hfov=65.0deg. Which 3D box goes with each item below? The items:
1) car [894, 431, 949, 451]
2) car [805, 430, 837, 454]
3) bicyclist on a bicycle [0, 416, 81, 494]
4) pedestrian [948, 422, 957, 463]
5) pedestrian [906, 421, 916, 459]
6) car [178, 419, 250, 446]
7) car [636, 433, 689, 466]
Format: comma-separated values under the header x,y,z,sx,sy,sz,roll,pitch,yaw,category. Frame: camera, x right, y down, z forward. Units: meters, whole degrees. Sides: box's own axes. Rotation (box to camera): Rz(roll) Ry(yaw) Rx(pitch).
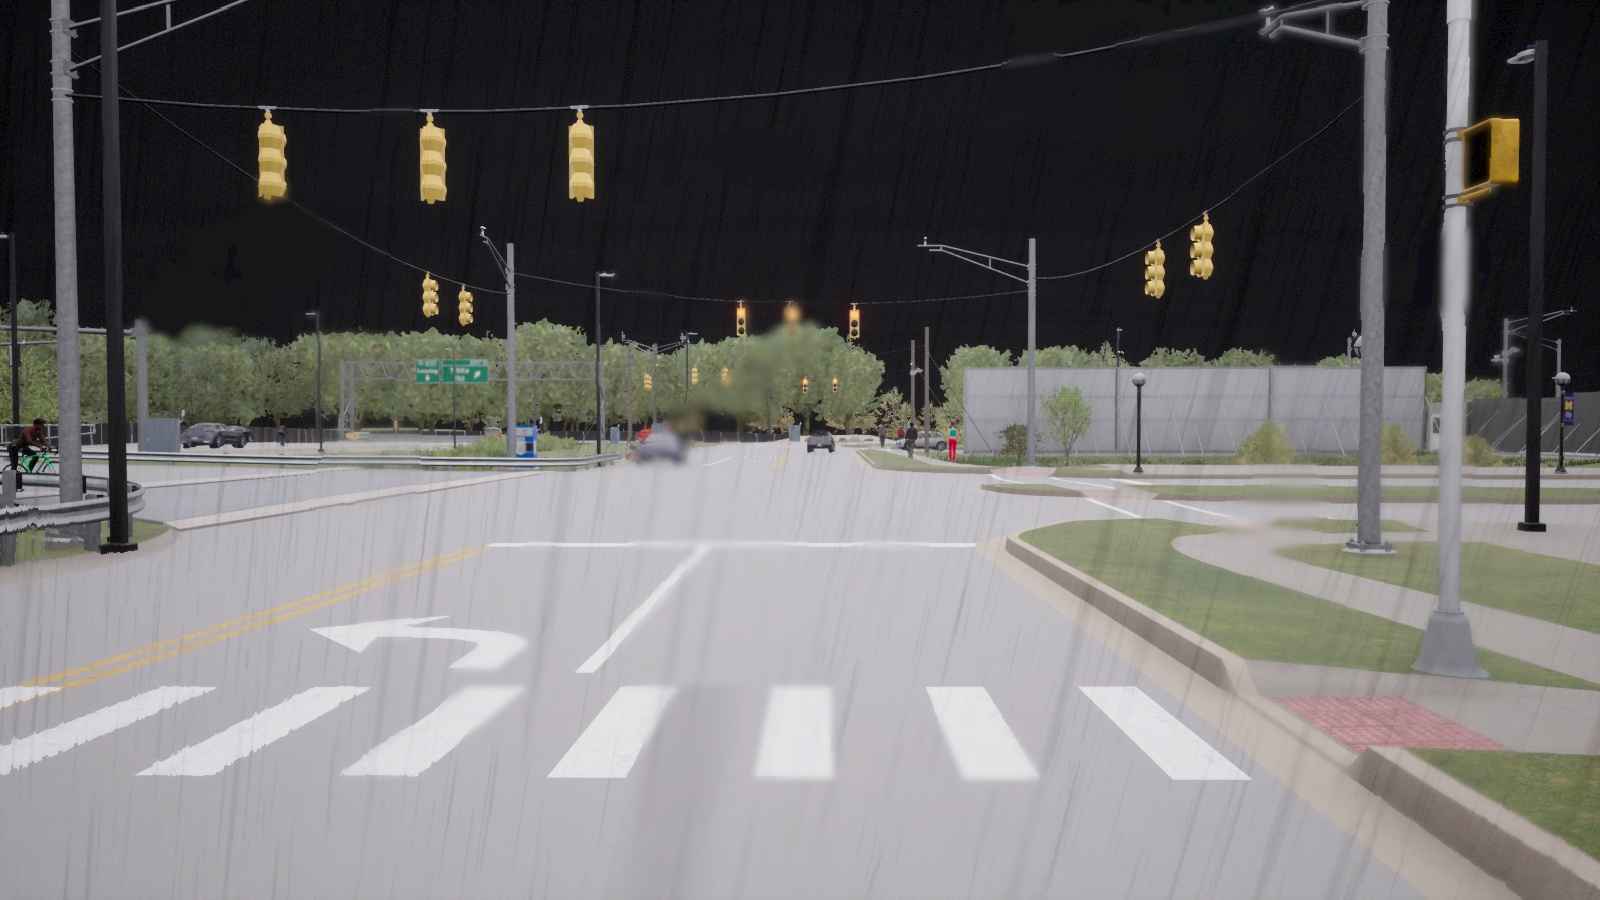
x,y,z,sx,sy,sz,roll,pitch,yaw,category
9.386,-0.709,97.241,3.806,1.475,1.970,1,2,-9,car
1.423,-0.556,83.866,1.845,1.501,3.633,0,1,5,car
-16.783,0.111,27.556,1.656,1.620,0.582,-2,0,8,bicyclist on a bicycle
6.952,-0.348,57.268,0.345,1.836,0.594,0,2,0,pedestrian
5.513,-0.509,62.487,0.431,1.840,0.703,0,2,1,pedestrian
-37.019,-1.109,79.443,2.152,1.651,5.027,0,1,1,car
-6.296,-0.042,57.913,1.812,1.442,4.674,0,1,1,car
